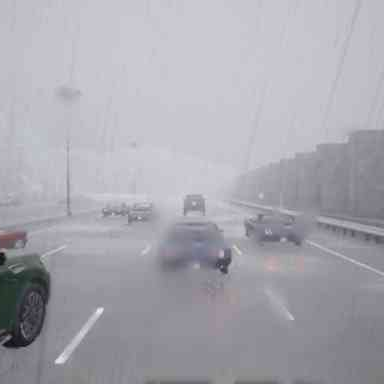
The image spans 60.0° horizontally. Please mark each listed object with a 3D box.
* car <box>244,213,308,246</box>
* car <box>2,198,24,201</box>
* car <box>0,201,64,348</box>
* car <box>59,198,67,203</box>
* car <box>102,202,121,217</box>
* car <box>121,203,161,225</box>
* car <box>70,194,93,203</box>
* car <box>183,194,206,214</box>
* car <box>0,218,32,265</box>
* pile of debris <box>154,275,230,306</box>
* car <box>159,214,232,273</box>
[{"bbox_3d":[3.606,1.607,15.269,1.895,1.301,4.718,0,0,0],"label":"car"},{"bbox_3d":[-27.499,1.569,50.445,2.033,1.411,5.357,0,0,2],"label":"car"},{"bbox_3d":[-3.398,1.223,3.149,2.150,2.045,5.566,0,0,0],"label":"car"},{"bbox_3d":[-20.439,1.586,54.273,1.994,1.385,4.181,0,0,2],"label":"car"},{"bbox_3d":[-6.788,1.613,30.923,1.895,1.301,4.718,0,0,1],"label":"car"},{"bbox_3d":[-3.370,1.501,23.995,2.128,1.511,4.902,0,0,0],"label":"car"},{"bbox_3d":[-16.993,1.513,52.050,2.128,1.511,4.902,0,0,2],"label":"car"},{"bbox_3d":[0.273,1.235,34.036,2.150,2.045,5.566,0,0,1],"label":"car"},{"bbox_3d":[-6.891,1.605,9.981,1.895,1.301,4.718,0,0,0],"label":"car"},{"bbox_3d":[0.002,2.178,7.494,1.500,0.140,1.860,0,0,0],"label":"pile of debris"},{"bbox_3d":[0.087,1.605,10.690,1.895,1.301,4.718,0,0,0],"label":"car"}]
